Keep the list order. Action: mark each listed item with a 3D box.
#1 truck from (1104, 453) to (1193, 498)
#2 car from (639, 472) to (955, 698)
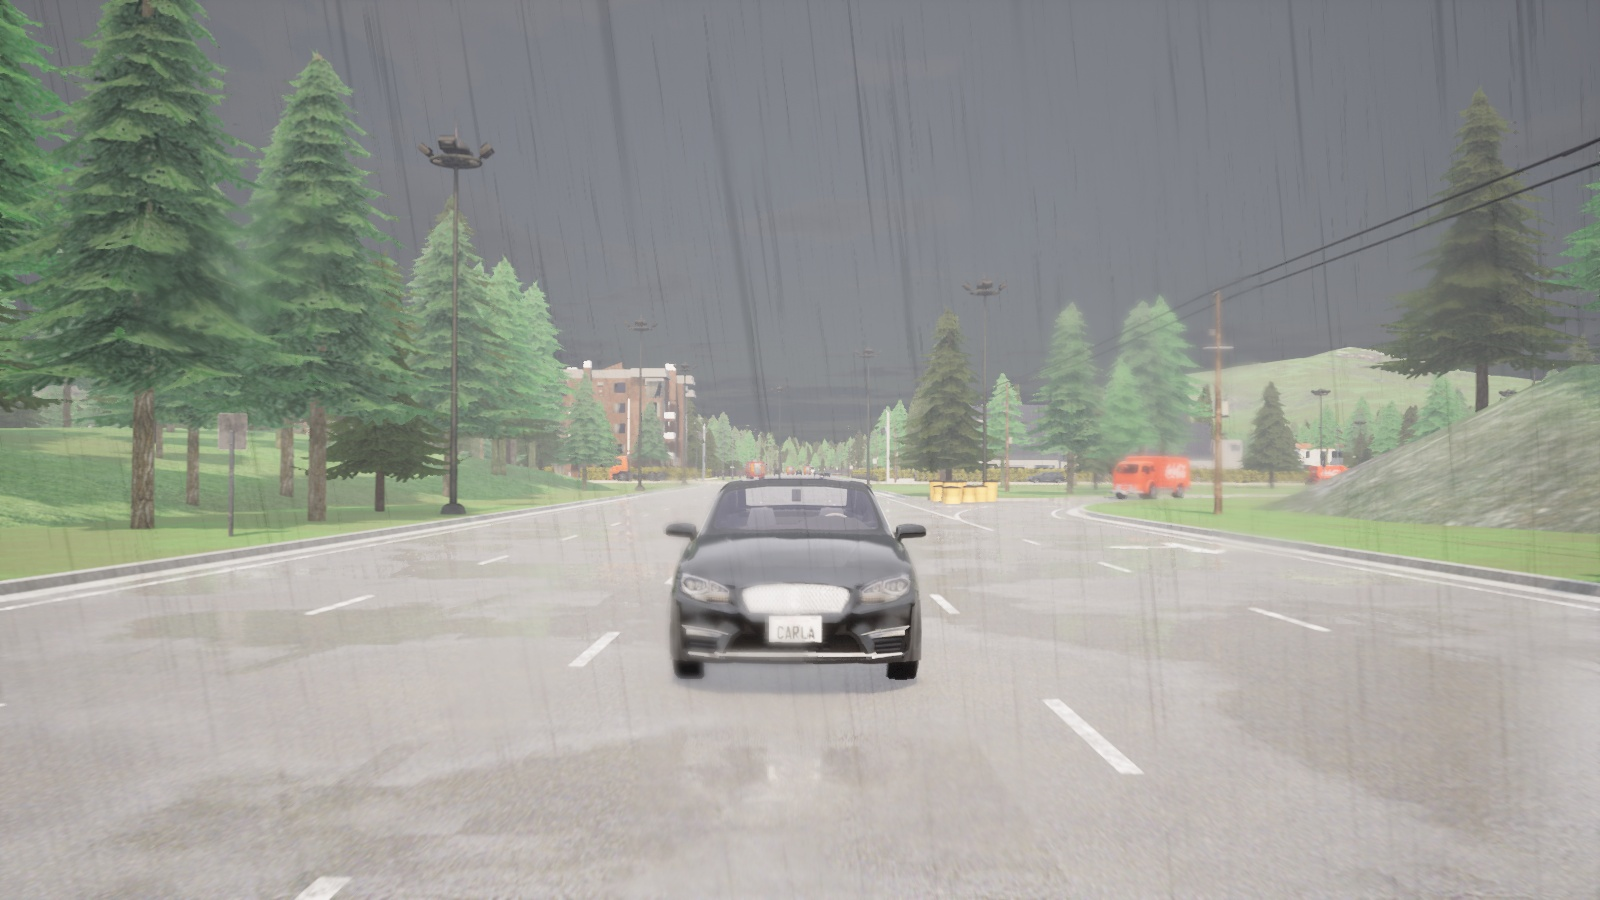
[{"bbox_3d":[19.773,1.440,71.136,5.204,2.467,2.627,1,-1,-44],"label":"truck"},{"bbox_3d":[-0.027,0.954,10.937,2.128,1.511,4.902,0,-1,0],"label":"car"}]
